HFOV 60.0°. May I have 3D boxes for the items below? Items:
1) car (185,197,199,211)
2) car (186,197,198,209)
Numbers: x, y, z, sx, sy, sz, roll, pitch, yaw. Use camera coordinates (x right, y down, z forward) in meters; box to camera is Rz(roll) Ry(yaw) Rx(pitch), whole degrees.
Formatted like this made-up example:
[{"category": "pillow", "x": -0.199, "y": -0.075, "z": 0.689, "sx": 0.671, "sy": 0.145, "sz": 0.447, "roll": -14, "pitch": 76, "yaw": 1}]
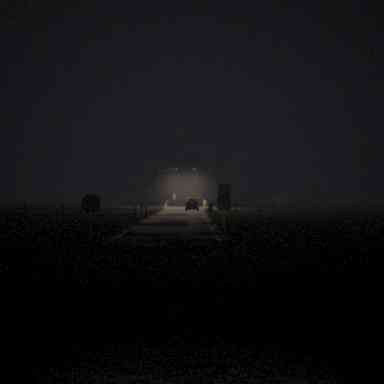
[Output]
[{"category": "car", "x": 0.027, "y": 1.977, "z": 50.568, "sx": 2.097, "sy": 1.767, "sz": 4.553, "roll": 0, "pitch": -1, "yaw": 0}, {"category": "car", "x": 0.031, "y": 1.972, "z": 60.634, "sx": 2.150, "sy": 2.045, "sz": 5.566, "roll": 0, "pitch": -1, "yaw": 0}]
